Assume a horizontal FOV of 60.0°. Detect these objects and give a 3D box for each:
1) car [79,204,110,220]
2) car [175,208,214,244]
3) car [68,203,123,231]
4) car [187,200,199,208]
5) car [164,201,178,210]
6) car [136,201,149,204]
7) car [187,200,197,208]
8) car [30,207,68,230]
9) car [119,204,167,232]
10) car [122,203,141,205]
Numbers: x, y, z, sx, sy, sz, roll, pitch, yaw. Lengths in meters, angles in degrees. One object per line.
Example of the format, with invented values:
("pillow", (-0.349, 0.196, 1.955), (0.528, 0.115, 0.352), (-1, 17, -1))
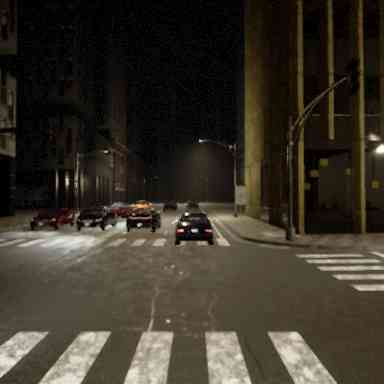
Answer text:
("car", (-9.818, 1.961, 33.927), (1.812, 1.442, 4.674), (0, -1, 0))
("car", (0.109, 1.777, 17.074), (2.033, 1.411, 5.357), (0, -1, 0))
("car", (-6.586, 1.800, 23.342), (2.128, 1.511, 4.902), (0, -1, 0))
("car", (0.123, 2.122, 50.651), (2.128, 1.511, 4.902), (0, -1, 0))
("car", (-3.126, 2.090, 49.023), (1.882, 1.535, 5.008), (0, -1, 0))
("car", (-6.518, 1.892, 42.810), (2.097, 1.767, 4.553), (0, -1, 0))
("car", (0.031, 2.303, 64.784), (1.837, 1.490, 4.892), (0, -1, 0))
("car", (-9.833, 1.842, 23.955), (1.812, 1.442, 4.674), (0, -1, 0))
("car", (-3.139, 1.787, 22.263), (2.128, 1.511, 4.902), (0, -1, 0))
("car", (-6.574, 2.021, 32.604), (1.895, 1.301, 4.718), (0, -1, 0))
